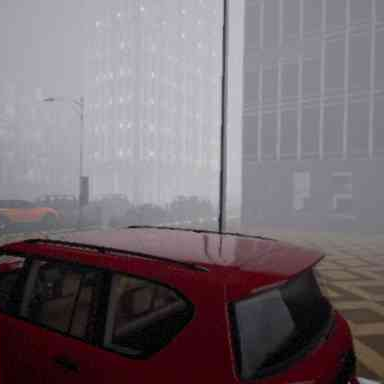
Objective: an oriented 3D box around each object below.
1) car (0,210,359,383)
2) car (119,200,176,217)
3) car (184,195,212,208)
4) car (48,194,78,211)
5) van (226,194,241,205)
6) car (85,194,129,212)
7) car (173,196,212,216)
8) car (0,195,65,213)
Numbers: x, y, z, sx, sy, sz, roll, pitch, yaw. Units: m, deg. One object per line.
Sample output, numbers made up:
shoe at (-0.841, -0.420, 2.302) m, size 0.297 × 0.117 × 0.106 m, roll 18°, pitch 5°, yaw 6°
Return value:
car at (-1.010, 1.300, 3.424) m, size 5.009 × 1.841 × 2.192 m, roll 0°, pitch 1°, yaw 36°
car at (-3.518, 1.568, 26.873) m, size 1.802 × 1.307 × 4.206 m, roll 1°, pitch 1°, yaw 35°
car at (0.960, 1.287, 47.118) m, size 1.967 × 1.590 × 4.097 m, roll 1°, pitch 1°, yaw 35°
car at (-12.234, 1.132, 28.646) m, size 2.192 × 1.841 × 5.009 m, roll 1°, pitch 1°, yaw 35°
van at (7.143, 1.202, 55.710) m, size 1.690 × 1.788 × 3.998 m, roll 1°, pitch 1°, yaw 35°
car at (-8.568, 1.140, 33.809) m, size 2.192 × 1.841 × 5.009 m, roll 1°, pitch 1°, yaw 35°
car at (-0.018, 1.309, 31.794) m, size 2.192 × 1.841 × 5.009 m, roll 1°, pitch 1°, yaw 35°
car at (-10.911, 1.271, 21.108) m, size 2.097 × 1.767 × 4.553 m, roll 1°, pitch 1°, yaw 35°
